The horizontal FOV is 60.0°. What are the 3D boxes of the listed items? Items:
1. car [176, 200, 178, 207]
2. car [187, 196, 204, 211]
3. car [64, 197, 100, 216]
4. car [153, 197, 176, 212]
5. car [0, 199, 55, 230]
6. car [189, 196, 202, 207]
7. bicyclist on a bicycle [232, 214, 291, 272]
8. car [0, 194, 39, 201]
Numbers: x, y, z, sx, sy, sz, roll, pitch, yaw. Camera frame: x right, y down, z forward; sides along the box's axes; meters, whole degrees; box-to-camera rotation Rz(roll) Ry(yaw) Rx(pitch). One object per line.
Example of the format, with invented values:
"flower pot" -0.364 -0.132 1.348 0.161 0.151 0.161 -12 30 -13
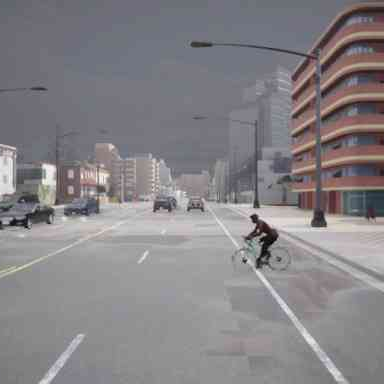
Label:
"car" -3.048 1.401 46.376 2.033 1.411 5.357 0 0 1
"car" 0.419 1.401 37.539 2.033 1.411 5.357 0 0 1
"car" -10.280 1.264 31.264 2.097 1.767 4.553 0 0 1
"car" -3.099 1.373 36.320 1.837 1.490 4.892 0 0 1
"car" -10.412 1.457 21.113 2.128 1.511 4.902 0 0 0
"car" 0.499 1.387 48.812 1.812 1.442 4.674 0 -1 1
"bicyclist on a bicycle" 1.928 1.435 9.312 1.656 1.620 0.582 -2 0 0
"car" -13.861 1.171 25.923 2.150 2.045 5.566 0 0 1
